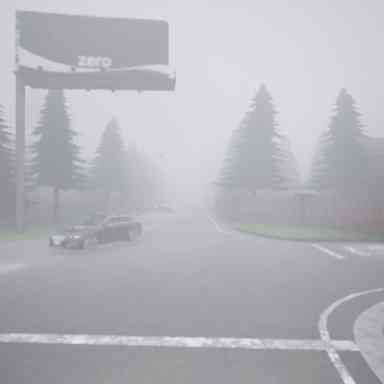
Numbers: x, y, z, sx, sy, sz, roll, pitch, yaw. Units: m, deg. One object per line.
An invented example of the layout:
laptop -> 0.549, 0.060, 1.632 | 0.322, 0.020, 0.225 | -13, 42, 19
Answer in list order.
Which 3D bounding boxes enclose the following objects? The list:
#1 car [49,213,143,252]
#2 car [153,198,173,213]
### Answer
car -> -4.268, 1.773, 15.530 | 2.128, 1.511, 4.902 | 1, 1, 28
car -> -3.488, 1.642, 40.692 | 2.097, 1.767, 4.553 | 0, 0, 0
